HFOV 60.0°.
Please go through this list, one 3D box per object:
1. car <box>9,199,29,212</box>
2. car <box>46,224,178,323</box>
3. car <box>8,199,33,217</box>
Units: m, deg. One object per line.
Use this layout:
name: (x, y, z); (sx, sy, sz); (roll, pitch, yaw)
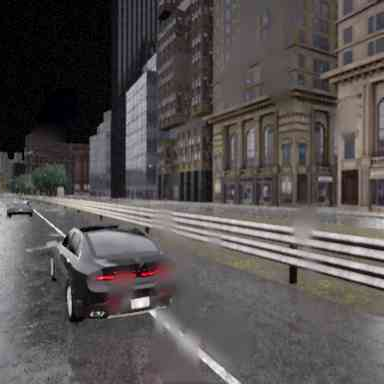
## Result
car: (-20.578, 1.523, 39.409); (1.994, 1.385, 4.181); (0, 0, -29)
car: (-1.954, 1.473, 7.327); (1.837, 1.490, 4.892); (0, 0, -28)
car: (-15.747, 1.516, 30.515); (1.994, 1.385, 4.181); (0, 0, -28)
